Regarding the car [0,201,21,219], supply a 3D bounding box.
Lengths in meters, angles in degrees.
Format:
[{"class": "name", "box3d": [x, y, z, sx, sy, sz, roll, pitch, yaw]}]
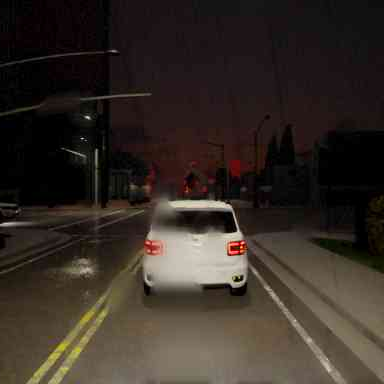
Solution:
[{"class": "car", "box3d": [-17.293, 1.338, 27.540, 5.566, 2.045, 2.150, -1, 0, 0]}]

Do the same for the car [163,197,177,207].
[{"class": "car", "box3d": [-3.521, 1.564, 52.941, 1.994, 1.385, 4.181, 0, 0, 0]}]

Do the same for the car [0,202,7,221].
[{"class": "car", "box3d": [-16.215, 1.667, 24.044, 4.181, 1.385, 1.994, -1, 0, 0]}]

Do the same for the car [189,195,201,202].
[{"class": "car", "box3d": [0.852, 1.464, 78.667, 1.882, 1.535, 5.008, 0, 0, 12]}]

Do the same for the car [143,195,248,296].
[{"class": "car", "box3d": [0.081, 1.221, 8.796, 2.150, 2.045, 5.566, 0, 0, 0]}]
